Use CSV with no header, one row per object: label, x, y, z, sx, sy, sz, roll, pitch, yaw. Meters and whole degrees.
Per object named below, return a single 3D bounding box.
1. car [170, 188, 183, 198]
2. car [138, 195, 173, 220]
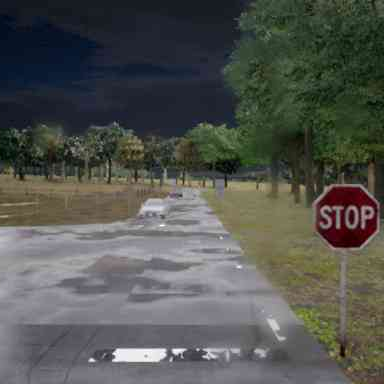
car,-2.702,0.120,57.666,2.097,1.767,4.553,0,2,0
car,-2.780,1.223,25.202,1.812,1.442,4.674,0,2,2
